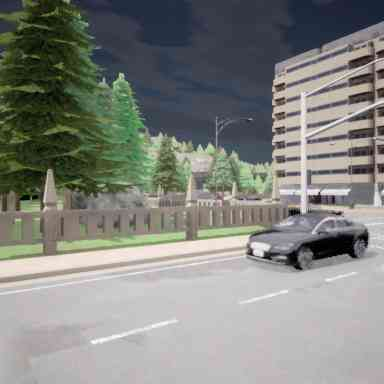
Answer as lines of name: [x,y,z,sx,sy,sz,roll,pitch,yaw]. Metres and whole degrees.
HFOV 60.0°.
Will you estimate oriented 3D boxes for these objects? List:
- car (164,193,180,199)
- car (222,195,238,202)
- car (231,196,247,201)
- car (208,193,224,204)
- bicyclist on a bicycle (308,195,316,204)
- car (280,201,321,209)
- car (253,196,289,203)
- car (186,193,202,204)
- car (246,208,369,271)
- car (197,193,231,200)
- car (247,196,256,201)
car: [-3.152,1.165,52.246,2.150,2.045,5.566,0,0,-4]
car: [8.588,1.469,75.176,1.812,1.442,4.674,0,0,32]
car: [9.239,1.492,67.906,2.033,1.411,5.357,0,0,20]
car: [4.801,1.166,65.225,2.150,2.045,5.566,0,0,14]
bicyclist on a bicycle: [15.306,1.245,42.449,1.656,1.620,0.582,0,0,-29]
car: [8.746,1.545,24.529,1.895,1.301,4.718,0,0,-32]
car: [8.466,1.422,31.439,1.882,1.535,5.008,0,0,-32]
car: [0.405,1.168,61.994,2.150,2.045,5.566,0,0,8]
car: [3.914,1.491,10.969,4.902,1.511,2.128,0,0,-35]
car: [1.529,1.167,36.270,2.150,2.045,5.566,0,0,-27]
car: [14.303,1.540,77.284,1.895,1.301,4.718,0,0,40]
